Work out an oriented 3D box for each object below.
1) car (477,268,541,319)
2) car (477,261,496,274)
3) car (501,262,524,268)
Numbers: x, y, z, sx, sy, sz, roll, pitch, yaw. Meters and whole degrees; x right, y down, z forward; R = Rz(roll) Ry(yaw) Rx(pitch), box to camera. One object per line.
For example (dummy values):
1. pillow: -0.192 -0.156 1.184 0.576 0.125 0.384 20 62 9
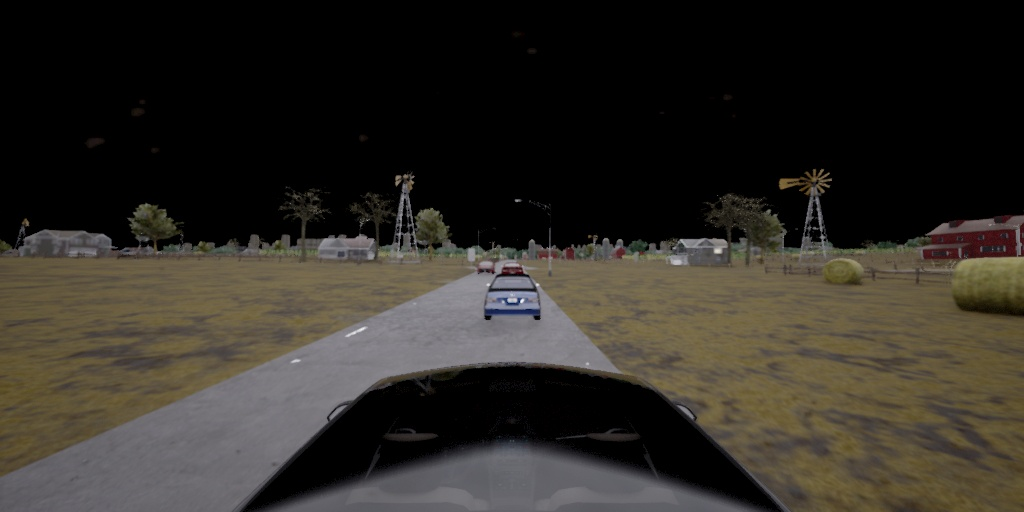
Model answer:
1. car: 0.033 1.327 12.846 2.033 1.411 5.357 0 0 0
2. car: -2.861 1.289 40.462 1.882 1.535 5.008 0 0 0
3. car: 0.047 1.283 32.644 1.882 1.535 5.008 0 0 0
